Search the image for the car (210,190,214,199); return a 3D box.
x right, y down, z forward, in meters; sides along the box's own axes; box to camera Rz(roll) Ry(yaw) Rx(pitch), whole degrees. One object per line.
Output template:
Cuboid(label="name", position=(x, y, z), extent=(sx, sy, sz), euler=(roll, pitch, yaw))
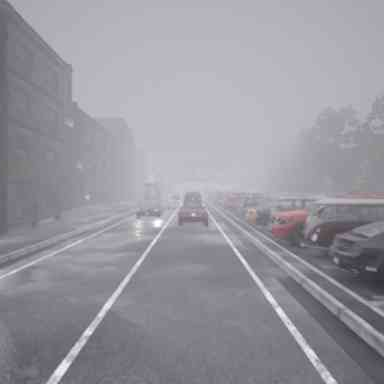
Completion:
Cuboid(label="car", position=(6.200, 0.902, 61.453), extent=(4.553, 1.767, 2.185), euler=(0, 1, 0))

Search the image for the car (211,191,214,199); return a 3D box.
Cuboid(label="car", position=(6.229, 1.057, 58.547), extent=(4.892, 1.521, 2.231), euler=(0, 1, 0))

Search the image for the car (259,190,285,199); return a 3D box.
Cuboid(label="car", position=(19.394, 0.545, 80.952), extent=(5.566, 2.045, 2.435), euler=(0, 1, 0))

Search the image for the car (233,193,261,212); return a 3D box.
Cuboid(label="car", position=(6.106, 1.201, 27.930), extent=(4.553, 1.767, 2.185), euler=(0, 0, 0))

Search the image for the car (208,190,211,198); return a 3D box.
Cuboid(label="car", position=(6.241, 0.974, 66.896), extent=(5.008, 1.535, 2.097), euler=(0, 1, 0))

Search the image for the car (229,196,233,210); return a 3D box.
Cuboid(label="car", position=(6.148, 1.343, 30.714), extent=(4.674, 1.452, 2.002), euler=(0, 0, 0))

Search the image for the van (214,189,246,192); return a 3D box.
Cuboid(label="van", position=(6.332, 0.857, 55.760), extent=(4.442, 1.987, 1.878), euler=(0, 1, 0))

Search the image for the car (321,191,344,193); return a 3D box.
Cuboid(label="car", position=(19.233, 1.060, 44.618), extent=(4.553, 1.767, 2.185), euler=(0, 0, 0))

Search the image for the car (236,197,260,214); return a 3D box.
Cuboid(label="car", position=(6.136, 1.349, 25.146), extent=(4.892, 1.521, 2.231), euler=(0, 0, 0))

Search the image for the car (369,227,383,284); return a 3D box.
Cuboid(label="car", position=(6.046, 1.522, 5.665), extent=(4.792, 1.488, 2.163), euler=(0, 0, 0))

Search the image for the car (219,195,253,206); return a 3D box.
Cuboid(label="car", position=(6.194, 1.201, 47.413), extent=(4.674, 1.452, 2.002), euler=(0, 1, 0))

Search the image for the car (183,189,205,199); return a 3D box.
Cuboid(label="car", position=(0.068, 0.929, 40.024), extent=(2.150, 2.045, 5.566), euler=(0, 1, 0))

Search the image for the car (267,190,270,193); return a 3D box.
Cuboid(label="car", position=(19.337, 0.918, 72.590), extent=(5.008, 1.535, 2.097), euler=(0, 1, 0))

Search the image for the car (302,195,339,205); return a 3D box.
Cuboid(label="car", position=(19.308, 1.164, 50.191), extent=(4.792, 1.488, 2.163), euler=(0, 1, 0))

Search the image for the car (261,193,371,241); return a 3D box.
Cuboid(label="car", position=(6.070, 1.180, 14.012), extent=(5.566, 2.045, 2.435), euler=(0, 0, 0))

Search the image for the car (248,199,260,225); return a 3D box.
Cuboid(label="car", position=(6.108, 1.391, 19.581), extent=(4.892, 1.521, 2.231), euler=(0, 0, 0))

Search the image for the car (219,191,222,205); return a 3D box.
Cuboid(label="car", position=(6.145, 1.084, 41.846), extent=(4.553, 1.767, 2.185), euler=(0, 1, 0))

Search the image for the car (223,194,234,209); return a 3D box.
Cuboid(label="car", position=(6.132, 1.287, 36.280), extent=(4.792, 1.488, 2.163), euler=(0, 0, 0))

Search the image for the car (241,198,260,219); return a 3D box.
Cuboid(label="car", position=(6.307, 1.366, 22.363), extent=(5.366, 1.575, 1.946), euler=(0, 0, 0))

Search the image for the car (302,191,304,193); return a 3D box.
Cuboid(label="car", position=(19.243, 0.909, 47.401), extent=(5.566, 2.045, 2.435), euler=(0, 1, 0))

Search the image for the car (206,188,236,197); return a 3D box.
Cuboid(label="car", position=(6.282, 0.695, 69.676), extent=(5.566, 2.045, 2.435), euler=(0, 1, 0))

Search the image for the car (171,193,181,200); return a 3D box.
Cuboid(label="car", position=(-3.363, 0.902, 68.568), extent=(1.882, 1.535, 5.008), euler=(0, 1, 0))

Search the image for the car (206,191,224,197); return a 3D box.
Cuboid(label="car", position=(6.345, 0.554, 91.965), extent=(4.792, 1.488, 2.163), euler=(0, 2, 0))

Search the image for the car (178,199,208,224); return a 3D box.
Cuboid(label="car", position=(0.083, 1.406, 23.032), extent=(1.994, 1.385, 4.181), euler=(0, 0, 0))

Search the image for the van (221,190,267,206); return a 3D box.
Cuboid(label="van", position=(6.051, 1.008, 39.125), extent=(4.442, 1.987, 1.878), euler=(0, 1, 0))

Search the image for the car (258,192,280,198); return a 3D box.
Cuboid(label="car", position=(19.378, 0.739, 83.745), extent=(5.008, 1.535, 2.097), euler=(0, 1, 0))

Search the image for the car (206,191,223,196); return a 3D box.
Cuboid(label="car", position=(6.294, 0.463, 94.751), extent=(4.792, 1.488, 2.163), euler=(0, 2, 0))

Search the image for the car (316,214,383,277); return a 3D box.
Cuboid(label="car", position=(6.077, 1.473, 8.448), extent=(4.892, 1.521, 2.231), euler=(0, 0, 0))

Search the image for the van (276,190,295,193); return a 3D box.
Cuboid(label="van", position=(19.202, 0.775, 64.111), extent=(4.442, 1.987, 1.878), euler=(0, 1, 0))

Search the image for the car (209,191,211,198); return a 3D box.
Cuboid(label="car", position=(6.424, 0.998, 64.112), extent=(5.366, 1.575, 1.946), euler=(0, 1, 0))

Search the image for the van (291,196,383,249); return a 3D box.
Cuboid(label="van", position=(5.975, 1.225, 11.354), extent=(4.442, 1.987, 1.878), euler=(0, 0, 0))

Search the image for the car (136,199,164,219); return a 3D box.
Cuboid(label="car", position=(-3.379, 1.336, 27.238), extent=(1.812, 1.442, 4.674), euler=(0, 0, 0))

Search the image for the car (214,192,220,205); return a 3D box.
Cuboid(label="car", position=(5.999, 1.182, 44.630), extent=(5.366, 1.575, 1.946), euler=(0, 1, 0))

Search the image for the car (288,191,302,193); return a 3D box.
Cuboid(label="car", position=(19.300, 1.082, 55.758), extent=(5.008, 1.535, 2.097), euler=(0, 1, 0))

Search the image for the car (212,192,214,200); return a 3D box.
Cuboid(label="car", position=(6.213, 1.108, 52.980), extent=(5.008, 1.535, 2.097), euler=(0, 1, 0))

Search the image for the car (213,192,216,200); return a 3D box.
Cuboid(label="car", position=(6.194, 1.134, 50.197), extent=(5.008, 1.535, 2.097), euler=(0, 1, 0))

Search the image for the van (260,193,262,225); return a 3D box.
Cuboid(label="van", position=(5.990, 1.185, 16.796), extent=(4.442, 1.987, 1.878), euler=(0, 0, 0))

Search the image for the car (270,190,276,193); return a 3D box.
Cuboid(label="car", position=(19.298, 0.723, 66.895), extent=(5.566, 2.045, 2.435), euler=(0, 1, 0))
